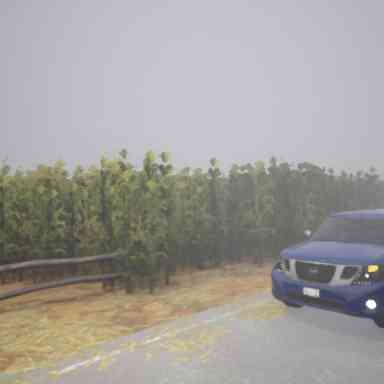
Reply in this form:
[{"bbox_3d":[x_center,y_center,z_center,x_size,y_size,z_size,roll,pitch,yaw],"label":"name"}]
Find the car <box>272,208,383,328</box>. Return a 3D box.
[{"bbox_3d":[4.153,1.425,7.718,5.566,2.045,2.150,0,-3,-42],"label":"car"}]
